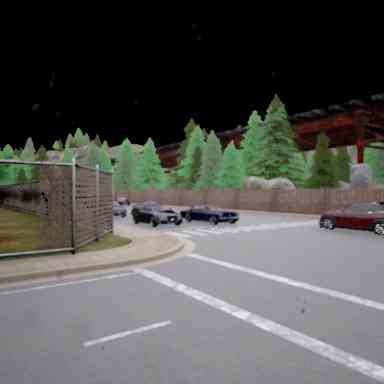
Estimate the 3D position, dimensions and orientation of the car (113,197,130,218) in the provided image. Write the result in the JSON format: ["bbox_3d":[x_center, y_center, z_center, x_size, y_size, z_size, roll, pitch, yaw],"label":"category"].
[{"bbox_3d":[-7.412,1.488,29.475,1.837,1.490,4.892,0,0,-36],"label":"car"}]

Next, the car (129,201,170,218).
[{"bbox_3d":[-3.951,1.544,30.661,1.994,1.385,4.181,0,0,-36],"label":"car"}]

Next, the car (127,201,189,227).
[{"bbox_3d":[-2.401,1.548,22.527,1.994,1.385,4.181,0,0,-36],"label":"car"}]

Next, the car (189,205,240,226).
[{"bbox_3d":[1.190,1.580,23.530,1.895,1.301,4.718,0,0,-36],"label":"car"}]

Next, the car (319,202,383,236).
[{"bbox_3d":[9.395,1.326,18.421,2.097,1.767,4.553,0,0,-32],"label":"car"}]
